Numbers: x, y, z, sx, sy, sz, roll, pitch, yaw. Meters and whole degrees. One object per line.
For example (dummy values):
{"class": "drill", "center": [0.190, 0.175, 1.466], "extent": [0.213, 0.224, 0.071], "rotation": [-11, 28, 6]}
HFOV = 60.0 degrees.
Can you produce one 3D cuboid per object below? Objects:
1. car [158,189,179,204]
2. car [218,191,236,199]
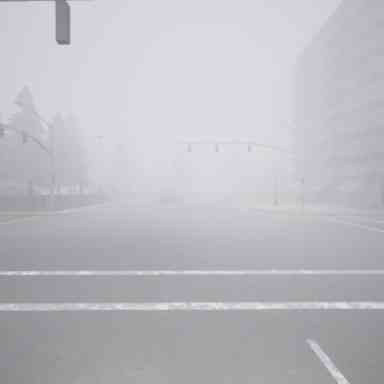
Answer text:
{"class": "car", "center": [-3.123, 0.639, 46.184], "extent": [2.150, 2.045, 5.566], "rotation": [-1, 1, 7]}
{"class": "car", "center": [7.344, 0.611, 68.162], "extent": [1.812, 1.442, 4.674], "rotation": [1, 1, 41]}
